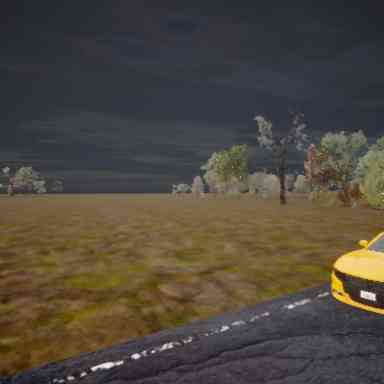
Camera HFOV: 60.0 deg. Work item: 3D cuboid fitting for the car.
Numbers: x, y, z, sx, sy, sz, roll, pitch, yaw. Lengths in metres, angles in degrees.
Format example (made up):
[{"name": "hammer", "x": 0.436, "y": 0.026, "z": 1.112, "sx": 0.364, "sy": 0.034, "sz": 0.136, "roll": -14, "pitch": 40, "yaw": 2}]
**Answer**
[{"name": "car", "x": 4.968, "y": 1.482, "z": 7.141, "sx": 5.008, "sy": 1.535, "sz": 1.882, "roll": 0, "pitch": 0, "yaw": -37}]
